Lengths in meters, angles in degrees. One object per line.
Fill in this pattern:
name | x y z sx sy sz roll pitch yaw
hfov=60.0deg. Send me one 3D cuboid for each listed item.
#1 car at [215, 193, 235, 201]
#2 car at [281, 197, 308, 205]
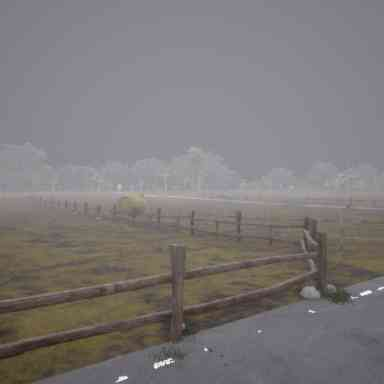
car | 6.698 0.983 67.992 1.837 1.490 4.892 1 1 -36
car | 16.609 1.453 53.991 1.994 1.385 4.181 1 0 -36
